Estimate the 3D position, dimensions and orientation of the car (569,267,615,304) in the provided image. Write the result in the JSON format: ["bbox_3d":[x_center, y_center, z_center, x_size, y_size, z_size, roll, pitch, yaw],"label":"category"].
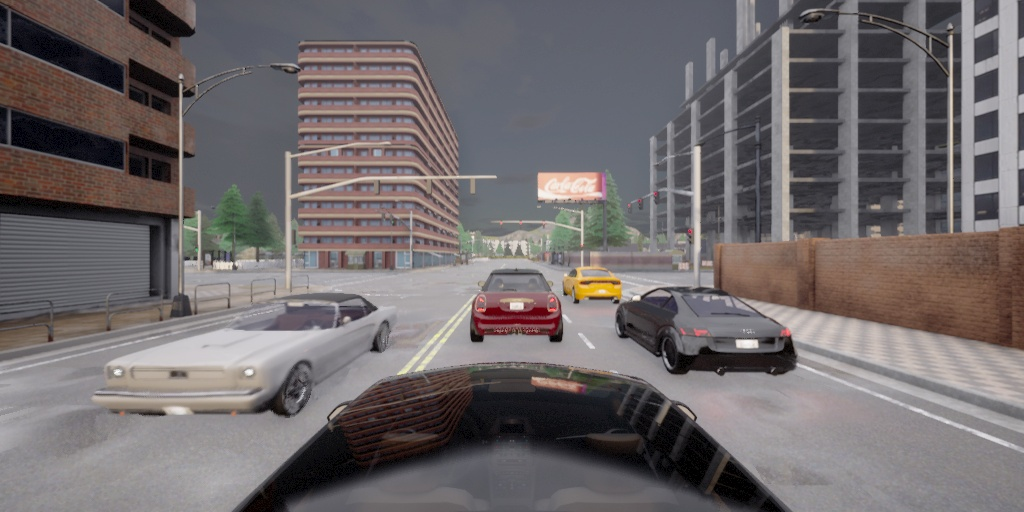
[{"bbox_3d":[3.505,1.234,16.431,1.882,1.535,5.008,0,0,0],"label":"car"}]

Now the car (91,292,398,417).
[{"bbox_3d":[-3.574,1.353,6.052,1.895,1.301,4.718,0,0,0],"label":"car"}]

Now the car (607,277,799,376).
[{"bbox_3d":[3.601,1.316,7.498,1.994,1.385,4.181,0,0,0],"label":"car"}]

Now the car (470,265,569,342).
[{"bbox_3d":[0.104,1.106,9.904,2.097,1.767,4.553,0,0,0],"label":"car"}]
